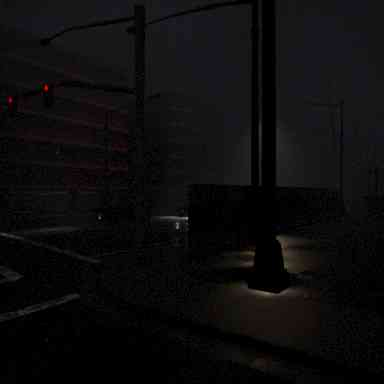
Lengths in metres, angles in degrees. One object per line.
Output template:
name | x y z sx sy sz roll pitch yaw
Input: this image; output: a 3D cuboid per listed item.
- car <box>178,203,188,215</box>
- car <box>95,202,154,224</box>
car | 0.537 1.505 32.511 1.837 1.490 4.892 0 0 35
car | -4.902 1.491 24.767 2.128 1.511 4.902 0 0 35
